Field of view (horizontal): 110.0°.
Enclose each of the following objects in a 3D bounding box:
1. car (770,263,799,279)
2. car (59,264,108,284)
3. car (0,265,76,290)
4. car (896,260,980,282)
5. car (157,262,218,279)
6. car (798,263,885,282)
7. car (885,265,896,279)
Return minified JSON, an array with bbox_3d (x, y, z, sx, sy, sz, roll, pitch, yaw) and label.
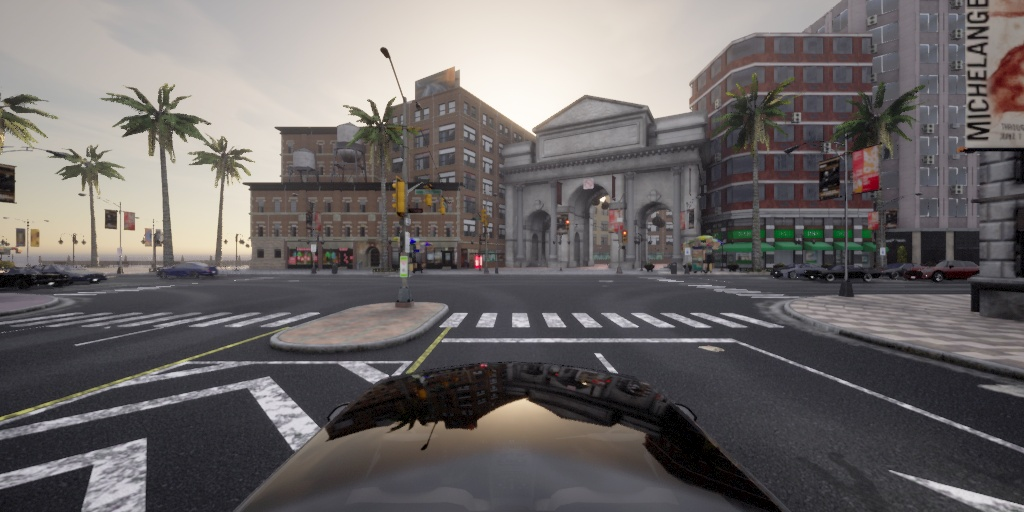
[{"bbox_3d":[25.593,1.323,32.020,4.181,1.385,1.994,0,0,1],"label":"car"},{"bbox_3d":[-32.031,1.305,25.288,5.357,1.411,2.033,0,0,0],"label":"car"},{"bbox_3d":[-30.147,1.357,21.771,4.718,1.301,1.895,0,0,0],"label":"car"},{"bbox_3d":[34.064,1.110,28.378,4.553,1.767,2.097,0,0,2],"label":"car"},{"bbox_3d":[-29.284,1.285,32.463,4.674,1.442,1.812,0,0,0],"label":"car"},{"bbox_3d":[26.108,1.359,28.532,4.718,1.301,1.895,0,0,1],"label":"car"},{"bbox_3d":[34.849,1.306,31.917,5.357,1.411,2.033,0,0,1],"label":"car"}]
